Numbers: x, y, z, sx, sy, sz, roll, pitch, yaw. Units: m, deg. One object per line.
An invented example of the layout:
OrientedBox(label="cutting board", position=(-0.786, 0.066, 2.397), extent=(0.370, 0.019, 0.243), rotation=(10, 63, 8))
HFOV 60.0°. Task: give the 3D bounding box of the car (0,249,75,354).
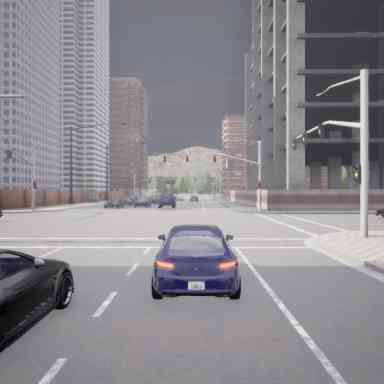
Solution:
OrientedBox(label="car", position=(-3.429, 1.564, 5.214), extent=(1.994, 1.385, 4.181), rotation=(0, 0, 1))

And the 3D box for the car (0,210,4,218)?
OrientedBox(label="car", position=(-16.789, 1.601, 24.839), extent=(4.718, 1.301, 1.895), rotation=(0, 0, -6))

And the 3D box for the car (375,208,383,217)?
OrientedBox(label="car", position=(18.339, 1.547, 27.732), extent=(5.357, 1.411, 2.033), rotation=(0, 0, 1))

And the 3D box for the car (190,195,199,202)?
OrientedBox(label="car", position=(0.481, 1.525, 75.596), extent=(2.128, 1.511, 4.902), rotation=(0, 0, 1))

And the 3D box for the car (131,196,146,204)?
OrientedBox(label="car", position=(-10.274, 1.478, 64.234), extent=(1.882, 1.535, 5.008), rotation=(0, 0, 2))

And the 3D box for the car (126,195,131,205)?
OrientedBox(label="car", position=(-10.498, 1.352, 54.105), extent=(2.097, 1.767, 4.553), rotation=(0, 0, 1))

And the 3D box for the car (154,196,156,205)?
OrientedBox(label="car", position=(-6.928, 1.601, 57.389), extent=(1.895, 1.301, 4.718), rotation=(0, 0, 1))

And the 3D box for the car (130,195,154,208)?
OrientedBox(label="car", position=(-7.104, 1.478, 48.046), extent=(1.882, 1.535, 5.008), rotation=(0, 0, 1))

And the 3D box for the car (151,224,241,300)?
OrientedBox(label="car", position=(0.093, 1.526, 8.296), extent=(1.812, 1.442, 4.674), rotation=(0, 0, 0))

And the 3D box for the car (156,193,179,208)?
OrientedBox(label="car", position=(-3.412, 1.221, 46.785), extent=(2.150, 2.045, 5.566), rotation=(0, 0, 0))

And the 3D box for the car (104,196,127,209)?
OrientedBox(label="car", position=(-10.643, 1.564, 45.545), extent=(1.994, 1.385, 4.181), rotation=(0, 0, 1))

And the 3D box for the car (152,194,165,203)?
OrientedBox(label="car", position=(-6.692, 1.352, 67.196), extent=(2.097, 1.767, 4.553), rotation=(0, 0, 1))

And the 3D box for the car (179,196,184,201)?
OrientedBox(label="car", position=(-2.904, 1.595, 81.961), extent=(1.895, 1.301, 4.718), rotation=(0, 0, 1))

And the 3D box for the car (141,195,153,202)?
OrientedBox(label="car", position=(-10.043, 1.473, 74.411), extent=(1.882, 1.535, 5.008), rotation=(0, 0, 1))

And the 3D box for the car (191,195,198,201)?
OrientedBox(label="car", position=(0.670, 1.524, 85.990), extent=(1.812, 1.442, 4.674), rotation=(0, 0, 1))
